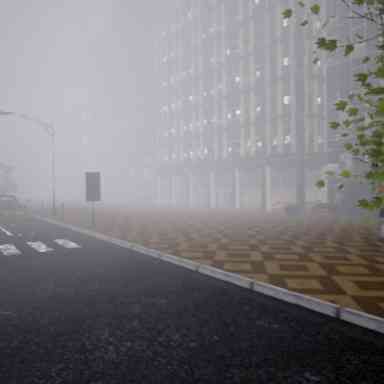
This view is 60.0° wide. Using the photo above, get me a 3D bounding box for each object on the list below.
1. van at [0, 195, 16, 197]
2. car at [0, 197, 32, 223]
[{"bbox_3d":[-15.718,1.135,27.905,1.690,1.788,3.998,-1,1,-36],"label":"van"},{"bbox_3d":[-12.581,1.342,23.533,1.752,1.417,4.829,-1,1,-36],"label":"car"}]
